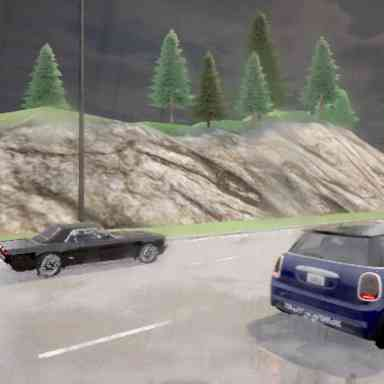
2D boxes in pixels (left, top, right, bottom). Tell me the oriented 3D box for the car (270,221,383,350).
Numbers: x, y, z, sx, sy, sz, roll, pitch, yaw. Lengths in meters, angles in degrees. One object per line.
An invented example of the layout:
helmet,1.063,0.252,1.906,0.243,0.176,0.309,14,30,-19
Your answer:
car,3.626,1.353,6.342,4.553,1.767,2.097,0,0,-36

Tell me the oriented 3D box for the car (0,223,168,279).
car,-3.105,1.600,10.126,4.718,1.301,1.895,0,0,-36
